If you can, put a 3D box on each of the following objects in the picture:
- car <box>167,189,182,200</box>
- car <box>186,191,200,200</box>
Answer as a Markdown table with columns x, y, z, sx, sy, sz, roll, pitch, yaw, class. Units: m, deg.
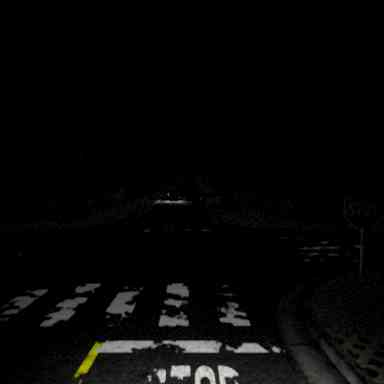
| x | y | z | sx | sy | sz | roll | pitch | yaw | class |
| --- | --- | --- | --- | --- | --- | --- | --- | --- | --- |
| -2.653 | 0.286 | 50.574 | 2.097 | 1.767 | 4.553 | 0 | 2 | 0 | car |
| 0.097 | 0.504 | 50.390 | 1.994 | 1.385 | 4.181 | 0 | 2 | 0 | car |
